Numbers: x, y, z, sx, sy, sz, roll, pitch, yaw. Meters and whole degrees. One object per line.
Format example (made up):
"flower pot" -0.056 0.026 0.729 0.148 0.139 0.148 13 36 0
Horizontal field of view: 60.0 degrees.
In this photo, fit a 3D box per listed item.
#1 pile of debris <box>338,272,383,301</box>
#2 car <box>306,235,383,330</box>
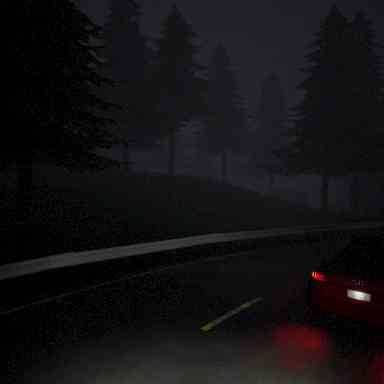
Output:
"pile of debris" 4.538 2.185 7.609 1.860 0.140 1.500 0 0 -39
"car" 3.970 1.568 6.600 1.994 1.385 4.181 1 1 44
